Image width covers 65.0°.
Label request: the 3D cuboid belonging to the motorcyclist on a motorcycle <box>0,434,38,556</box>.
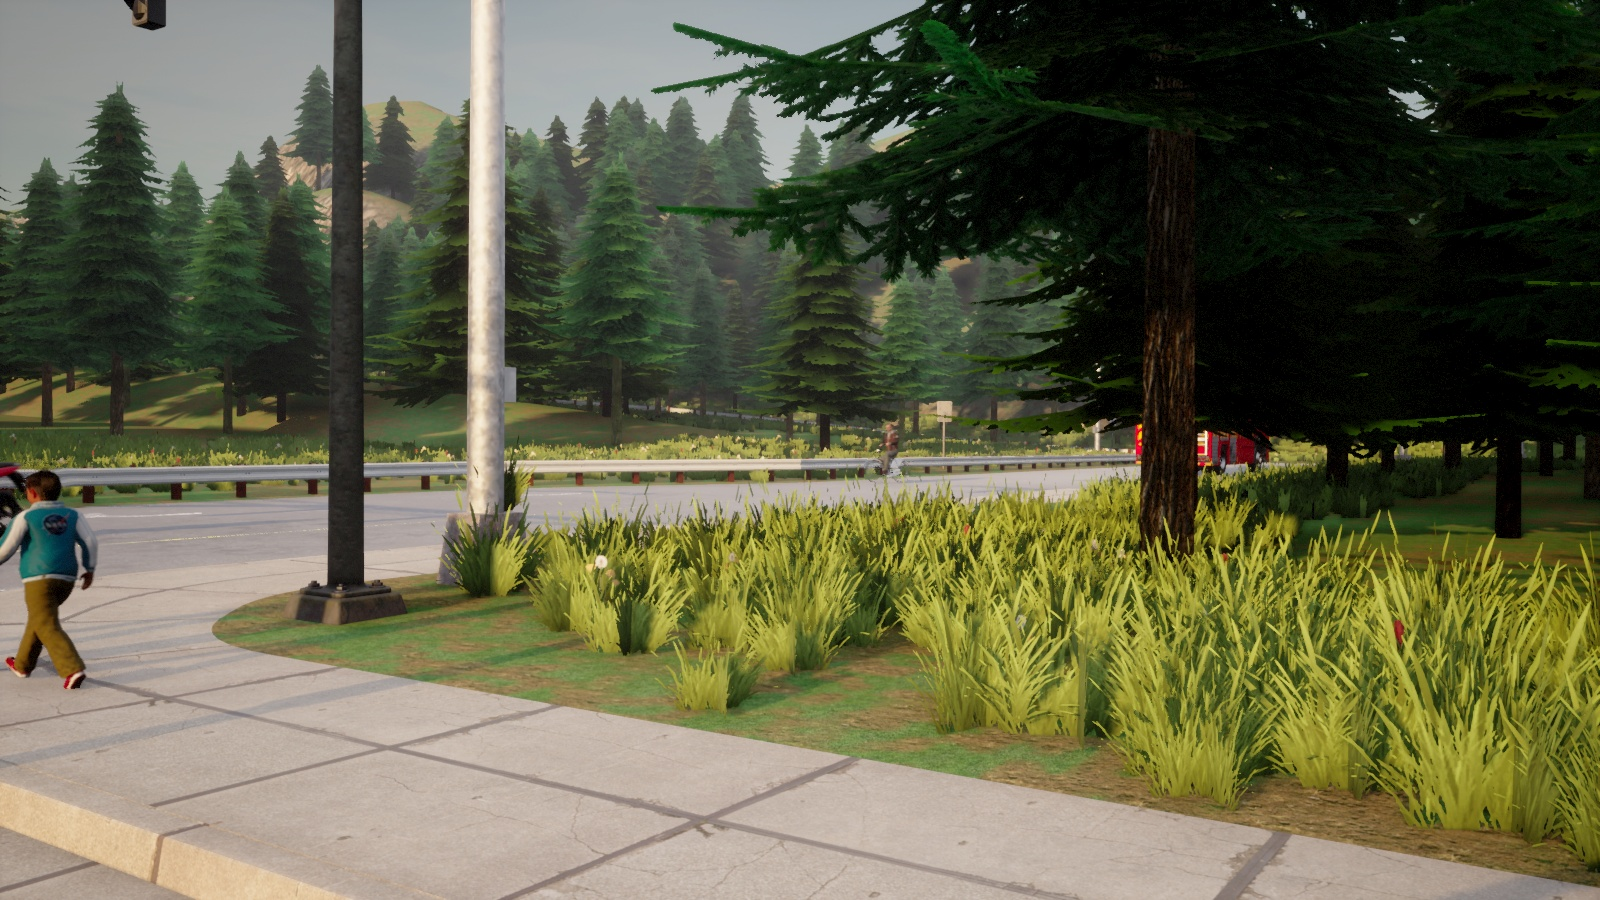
[{"bbox_3d":[-10.640,0.573,15.397,0.797,1.523,2.044,0,1,33],"label":"motorcyclist on a motorcycle"}]

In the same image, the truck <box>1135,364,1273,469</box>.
[{"bbox_3d":[16.175,-1.287,49.850,2.891,3.827,8.468,0,1,35],"label":"truck"}]

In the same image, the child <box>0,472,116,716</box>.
[{"bbox_3d":[-3.824,0.713,6.433,0.448,1.192,0.343,0,1,24],"label":"child"}]

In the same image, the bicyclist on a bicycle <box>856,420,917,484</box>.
[{"bbox_3d":[2.497,0.059,36.187,0.659,1.776,1.843,-4,-2,43],"label":"bicyclist on a bicycle"}]
